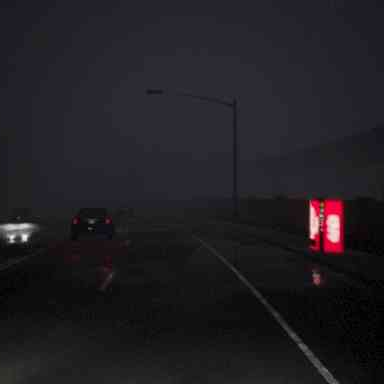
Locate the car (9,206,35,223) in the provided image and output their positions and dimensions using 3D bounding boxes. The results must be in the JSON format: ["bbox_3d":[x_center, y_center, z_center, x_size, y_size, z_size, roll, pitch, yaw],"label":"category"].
[{"bbox_3d":[-16.612,2.166,32.606,2.128,1.511,4.902,0,-2,-20],"label":"car"}]

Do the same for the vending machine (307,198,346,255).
[{"bbox_3d":[5.096,1.269,12.659,1.100,2.100,0.880,0,0,-7],"label":"vending machine"}]

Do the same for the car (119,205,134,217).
[{"bbox_3d":[-8.349,2.279,40.784,2.128,1.511,4.902,0,-1,-22],"label":"car"}]

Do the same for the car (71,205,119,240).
[{"bbox_3d":[-5.449,1.595,18.858,2.097,1.767,4.553,0,-1,-10],"label":"car"}]
